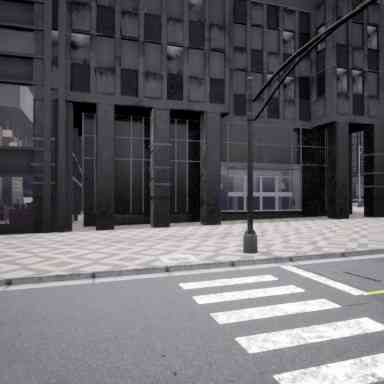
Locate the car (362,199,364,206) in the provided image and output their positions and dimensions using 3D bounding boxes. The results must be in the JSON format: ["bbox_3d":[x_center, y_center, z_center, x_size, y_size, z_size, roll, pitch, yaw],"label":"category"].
[{"bbox_3d":[22.259,1.195,38.956,1.837,1.490,4.892,0,0,-17],"label":"car"}]
